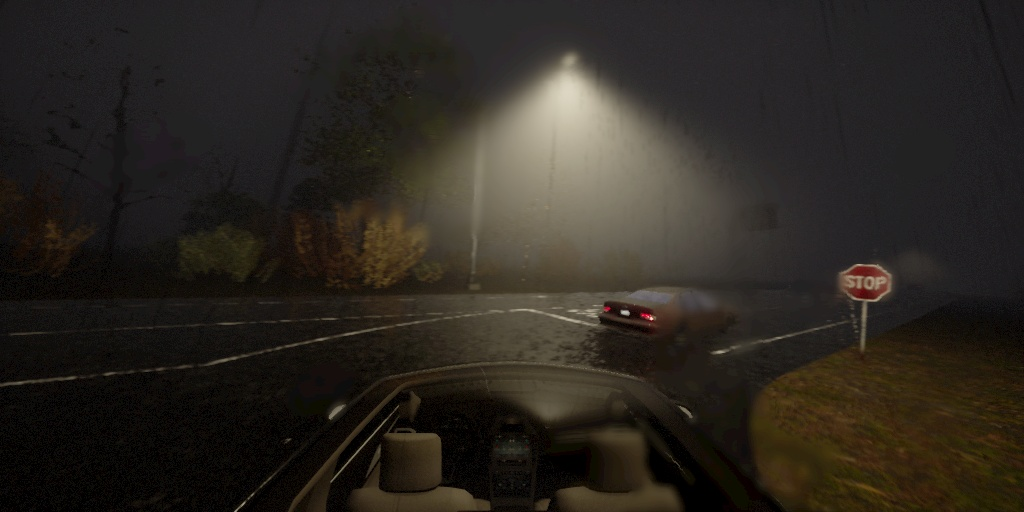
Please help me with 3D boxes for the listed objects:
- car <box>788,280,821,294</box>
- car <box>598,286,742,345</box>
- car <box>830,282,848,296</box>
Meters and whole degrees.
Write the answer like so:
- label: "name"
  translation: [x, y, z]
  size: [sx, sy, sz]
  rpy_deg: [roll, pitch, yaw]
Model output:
- label: "car"
  translation: [33.365, 3.501, 40.796]
  size: [5.357, 1.411, 2.033]
  rpy_deg: [4, 0, -37]
- label: "car"
  translation: [4.934, 1.652, 10.830]
  size: [5.357, 1.411, 2.033]
  rpy_deg: [4, 0, -37]
- label: "car"
  translation: [35.457, 3.571, 37.990]
  size: [4.892, 1.490, 1.837]
  rpy_deg: [4, 0, -37]
